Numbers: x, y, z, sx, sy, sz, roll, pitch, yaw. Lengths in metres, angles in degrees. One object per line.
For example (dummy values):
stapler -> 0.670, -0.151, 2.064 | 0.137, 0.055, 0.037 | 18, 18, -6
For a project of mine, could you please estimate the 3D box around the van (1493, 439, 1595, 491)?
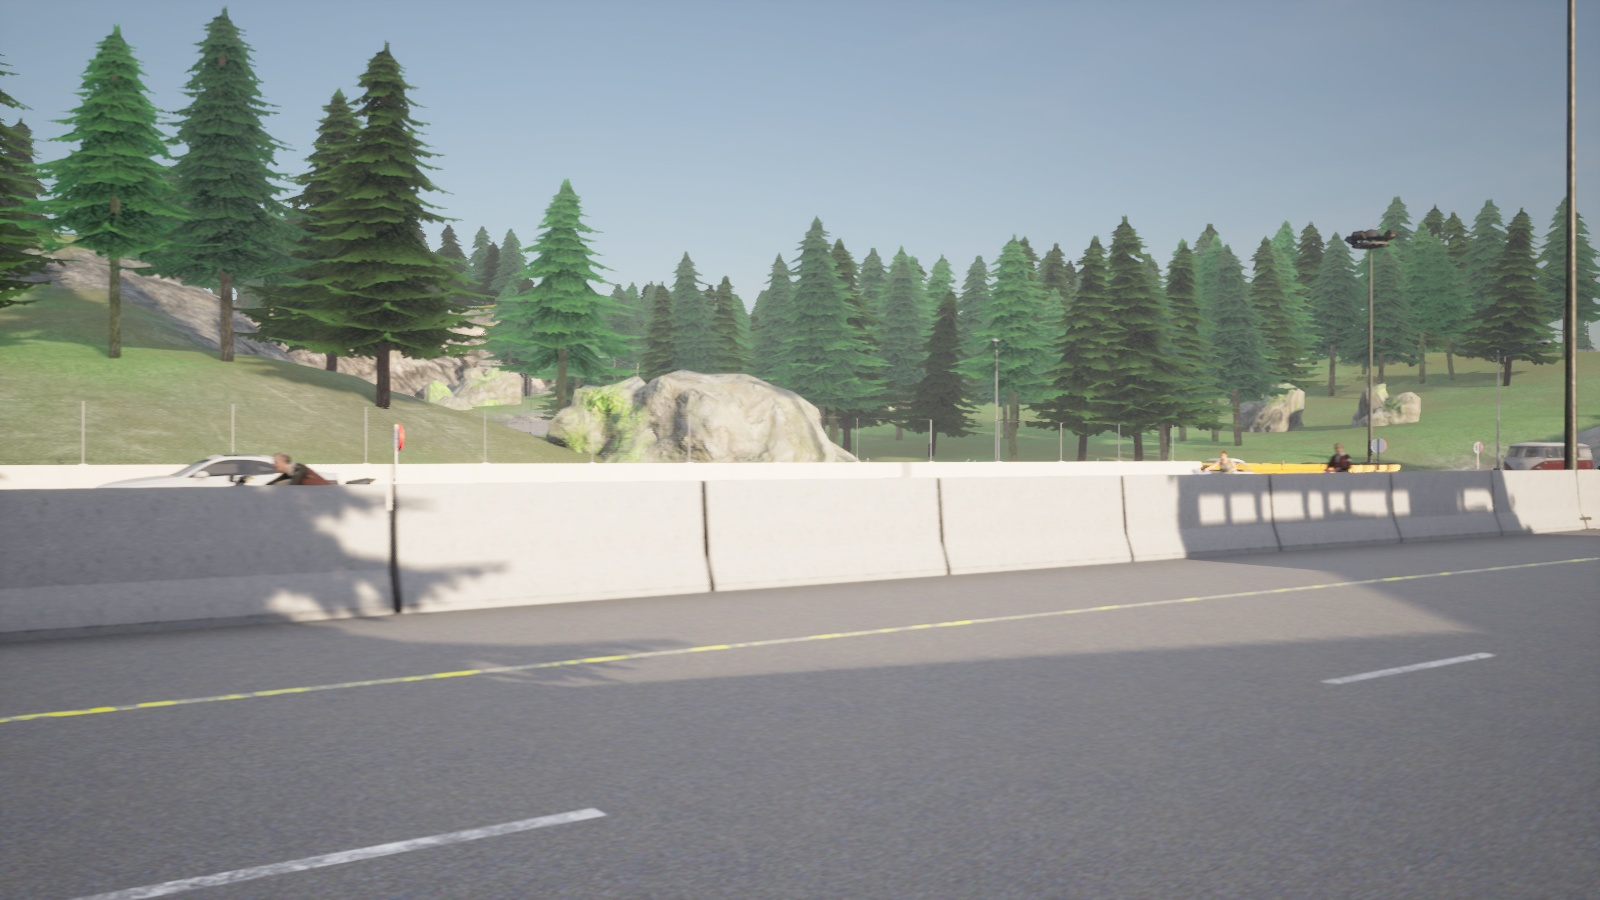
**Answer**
van -> 29.523, 0.556, 49.794 | 4.442, 1.987, 1.775 | 0, 0, -35

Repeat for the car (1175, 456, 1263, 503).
car -> 12.711, 0.866, 38.092 | 2.207, 1.376, 1.481 | 0, 0, -35

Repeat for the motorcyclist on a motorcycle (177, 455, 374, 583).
motorcyclist on a motorcycle -> -6.691, 0.833, 16.059 | 2.191, 1.530, 0.866 | 0, 0, -35

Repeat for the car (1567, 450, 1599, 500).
car -> 25.994, 0.741, 38.809 | 4.902, 1.511, 2.128 | 0, 0, -35

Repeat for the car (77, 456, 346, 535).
car -> -11.796, 0.858, 25.298 | 4.674, 1.442, 1.812 | 0, 0, -35
